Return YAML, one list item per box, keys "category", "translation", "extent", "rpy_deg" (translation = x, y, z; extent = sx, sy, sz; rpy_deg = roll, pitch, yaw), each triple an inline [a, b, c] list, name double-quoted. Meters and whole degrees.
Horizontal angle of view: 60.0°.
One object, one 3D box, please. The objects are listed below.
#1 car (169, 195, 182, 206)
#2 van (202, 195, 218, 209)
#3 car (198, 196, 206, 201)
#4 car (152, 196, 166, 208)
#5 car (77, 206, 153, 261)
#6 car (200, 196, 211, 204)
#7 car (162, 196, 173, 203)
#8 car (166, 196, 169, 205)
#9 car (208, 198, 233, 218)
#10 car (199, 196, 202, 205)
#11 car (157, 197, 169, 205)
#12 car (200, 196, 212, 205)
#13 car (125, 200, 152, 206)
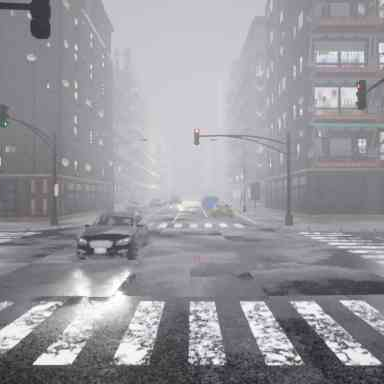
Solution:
- category: "car"
  translation: [-2.745, 1.298, 56.877]
  extent: [2.097, 1.767, 4.553]
  rpy_deg: [0, 0, 0]
- category: "van"
  translation: [2.613, 1.366, 44.075]
  extent: [1.690, 1.788, 3.998]
  rpy_deg: [1, 0, 0]
- category: "car"
  translation: [2.581, 1.627, 83.665]
  extent: [1.887, 1.381, 4.507]
  rpy_deg: [1, 0, 0]
- category: "car"
  translation: [-5.302, 1.613, 49.670]
  extent: [1.802, 1.307, 4.206]
  rpy_deg: [1, 0, 0]
- category: "car"
  translation: [-2.748, 1.496, 12.432]
  extent: [2.128, 1.511, 4.902]
  rpy_deg: [0, 0, 0]
- category: "car"
  translation: [2.580, 1.604, 66.697]
  extent: [2.008, 1.369, 4.403]
  rpy_deg: [1, 0, 0]
- category: "car"
  translation: [-5.300, 1.613, 72.302]
  extent: [2.008, 1.369, 4.403]
  rpy_deg: [1, 0, 0]
- category: "car"
  translation: [-5.301, 1.563, 55.158]
  extent: [1.752, 1.417, 4.829]
  rpy_deg: [1, 0, 0]
- category: "car"
  translation: [2.707, 1.538, 30.241]
  extent: [1.752, 1.417, 4.829]
  rpy_deg: [1, 0, 0]
- category: "car"
  translation: [2.581, 1.347, 49.728]
  extent: [2.192, 1.841, 5.009]
  rpy_deg: [1, 0, 0]
- category: "car"
  translation: [-5.301, 1.627, 60.986]
  extent: [1.802, 1.307, 4.206]
  rpy_deg: [1, 0, 0]
- category: "car"
  translation: [2.581, 1.486, 61.040]
  extent: [1.967, 1.590, 4.097]
  rpy_deg: [1, 0, 0]
- category: "car"
  translation: [-5.432, 1.565, 32.697]
  extent: [2.008, 1.369, 4.403]
  rpy_deg: [1, 0, 0]
